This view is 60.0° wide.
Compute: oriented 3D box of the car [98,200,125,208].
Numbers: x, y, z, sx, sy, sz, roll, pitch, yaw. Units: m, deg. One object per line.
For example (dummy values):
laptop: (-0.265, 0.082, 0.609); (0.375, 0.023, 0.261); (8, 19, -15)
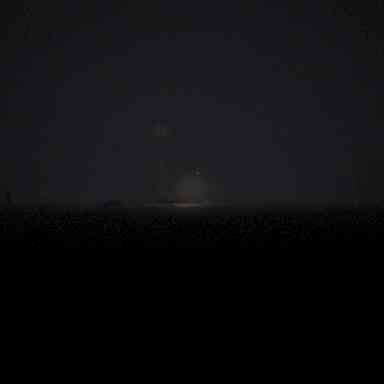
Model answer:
car: (-15.031, 2.141, 62.270); (2.033, 1.411, 5.357); (0, 0, 36)

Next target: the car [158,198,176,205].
car: (-5.715, 2.039, 75.283); (1.837, 1.490, 4.892); (0, 0, 36)
